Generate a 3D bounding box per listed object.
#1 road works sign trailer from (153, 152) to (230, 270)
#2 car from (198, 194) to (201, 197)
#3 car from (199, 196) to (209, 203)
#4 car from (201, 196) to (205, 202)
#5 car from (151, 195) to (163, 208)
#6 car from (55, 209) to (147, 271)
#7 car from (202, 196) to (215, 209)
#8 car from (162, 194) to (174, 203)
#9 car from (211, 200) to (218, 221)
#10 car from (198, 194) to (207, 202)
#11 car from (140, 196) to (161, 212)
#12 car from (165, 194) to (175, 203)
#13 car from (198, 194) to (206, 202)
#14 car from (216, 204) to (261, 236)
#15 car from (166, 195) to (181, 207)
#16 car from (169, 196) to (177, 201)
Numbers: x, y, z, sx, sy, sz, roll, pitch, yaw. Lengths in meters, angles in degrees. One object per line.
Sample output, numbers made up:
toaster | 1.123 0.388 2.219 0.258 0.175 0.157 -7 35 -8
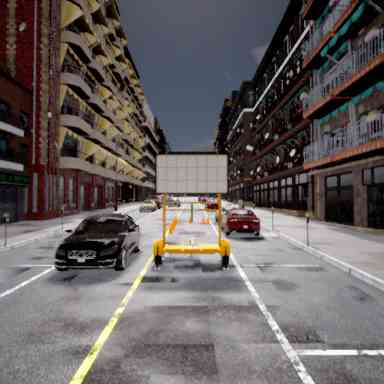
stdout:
road works sign trailer | 0.000 0.472 11.043 2.380 3.560 2.880 0 0 0
car | 2.651 1.693 68.128 1.887 1.381 4.507 1 0 0
car | 2.667 1.611 73.660 1.967 1.590 4.097 1 0 0
car | 2.629 1.626 46.006 2.008 1.369 4.403 1 0 0
car | -5.245 1.390 46.078 2.192 1.841 5.009 2 0 0
car | -2.839 1.512 10.976 1.837 1.490 4.892 0 0 0
car | 2.624 1.606 40.475 1.887 1.381 4.507 1 0 0
car | -5.218 1.487 73.729 2.192 1.841 5.009 1 0 0
car | 2.608 1.550 24.054 1.752 1.417 4.829 1 0 0
car | 2.639 1.535 84.723 2.192 1.841 5.009 1 0 0
car | -5.256 1.586 40.376 1.752 1.417 4.829 2 0 0
car | -5.212 1.510 79.259 2.192 1.841 5.009 1 0 0
car | 2.646 1.672 62.598 1.887 1.381 4.507 1 0 0
car | 2.602 1.561 18.352 1.887 1.381 4.507 1 0 0
car | -2.792 1.581 51.469 2.128 1.511 4.902 0 0 0
car | -5.208 1.813 90.320 1.947 1.339 4.313 1 0 0
